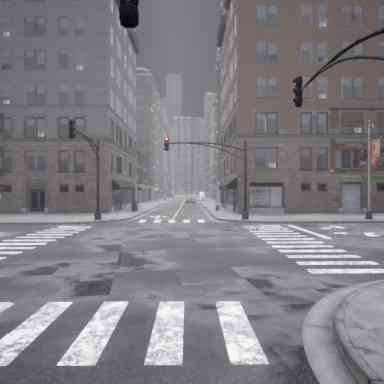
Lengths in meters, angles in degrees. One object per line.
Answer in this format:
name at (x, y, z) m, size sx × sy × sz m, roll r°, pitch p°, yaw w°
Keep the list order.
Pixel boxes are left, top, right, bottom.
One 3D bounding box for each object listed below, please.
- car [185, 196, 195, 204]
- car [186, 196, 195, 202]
car at (-0.306, 1.650, 63.698) m, size 1.895 × 1.301 × 4.718 m, roll 0°, pitch 0°, yaw 0°
car at (-0.375, 1.485, 73.703) m, size 1.895 × 1.301 × 4.718 m, roll 0°, pitch 0°, yaw 0°
